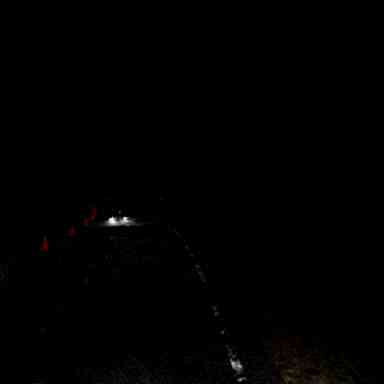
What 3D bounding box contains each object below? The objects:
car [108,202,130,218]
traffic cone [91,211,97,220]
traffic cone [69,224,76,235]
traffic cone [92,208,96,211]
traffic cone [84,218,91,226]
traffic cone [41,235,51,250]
[{"bbox_3d":[-7.091,1.700,32.258,1.994,1.385,4.181,0,0,-14],"label":"car"},{"bbox_3d":[-8.349,2.085,27.895,0.340,0.580,0.340,0,0,-12],"label":"traffic cone"},{"bbox_3d":[-6.555,2.046,18.243,0.340,0.580,0.340,0,0,-9],"label":"traffic cone"},{"bbox_3d":[-9.488,2.106,32.670,0.340,0.580,0.340,0,0,-14],"label":"traffic cone"},{"bbox_3d":[-7.371,2.065,23.084,0.340,0.580,0.340,0,0,-11],"label":"traffic cone"},{"bbox_3d":[-5.901,2.028,13.377,0.340,0.580,0.340,0,0,-7],"label":"traffic cone"}]
